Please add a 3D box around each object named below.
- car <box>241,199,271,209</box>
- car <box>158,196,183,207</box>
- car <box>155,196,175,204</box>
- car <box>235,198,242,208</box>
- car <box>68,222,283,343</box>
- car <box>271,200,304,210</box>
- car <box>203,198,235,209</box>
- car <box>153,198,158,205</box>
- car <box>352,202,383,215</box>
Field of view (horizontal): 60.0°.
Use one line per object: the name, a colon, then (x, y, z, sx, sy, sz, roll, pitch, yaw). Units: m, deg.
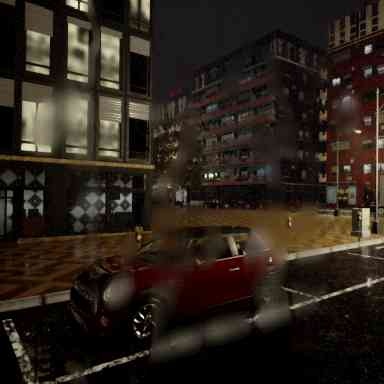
car: (10.186, 1.800, 50.635, 1.887, 1.381, 4.507, 1, -1, -35)
car: (-3.199, 1.733, 55.086, 1.887, 1.381, 4.507, 1, -1, -35)
car: (-6.139, 1.724, 73.818, 2.192, 1.841, 5.009, 1, -1, -35)
car: (6.921, 1.726, 55.271, 1.967, 1.590, 4.097, 1, -1, -35)
car: (-0.185, 1.441, 6.405, 4.097, 1.590, 1.967, 0, 1, -35)
car: (13.450, 1.806, 45.997, 1.802, 1.307, 4.206, 1, -1, -35)
car: (3.331, 1.678, 45.814, 2.008, 1.369, 4.403, 1, -1, -35)
car: (-6.465, 1.764, 59.723, 1.887, 1.381, 4.507, 1, -1, -35)
car: (19.981, 1.730, 36.726, 1.947, 1.339, 4.313, 1, -1, -35)
